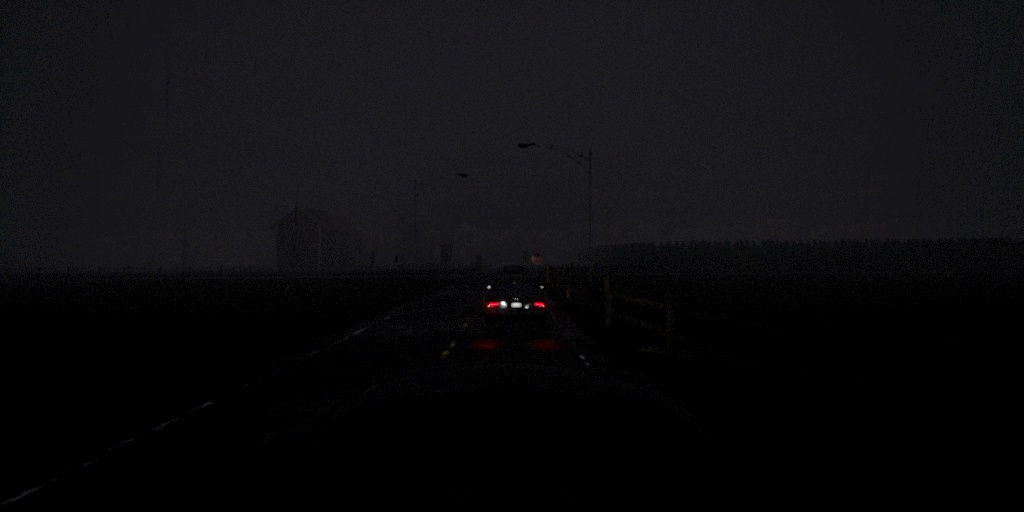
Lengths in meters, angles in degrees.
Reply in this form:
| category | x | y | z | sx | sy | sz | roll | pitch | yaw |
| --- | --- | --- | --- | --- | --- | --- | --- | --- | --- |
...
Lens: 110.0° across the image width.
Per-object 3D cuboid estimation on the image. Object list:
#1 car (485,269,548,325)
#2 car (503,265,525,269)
| category | x | y | z | sx | sy | sz | roll | pitch | yaw |
| --- | --- | --- | --- | --- | --- | --- | --- | --- | --- |
| car | 0.116 | 1.343 | 11.909 | 2.033 | 1.411 | 5.357 | 0 | 0 | 0 |
| car | 0.136 | 1.354 | 23.901 | 1.837 | 1.490 | 4.892 | 0 | 0 | 0 |
